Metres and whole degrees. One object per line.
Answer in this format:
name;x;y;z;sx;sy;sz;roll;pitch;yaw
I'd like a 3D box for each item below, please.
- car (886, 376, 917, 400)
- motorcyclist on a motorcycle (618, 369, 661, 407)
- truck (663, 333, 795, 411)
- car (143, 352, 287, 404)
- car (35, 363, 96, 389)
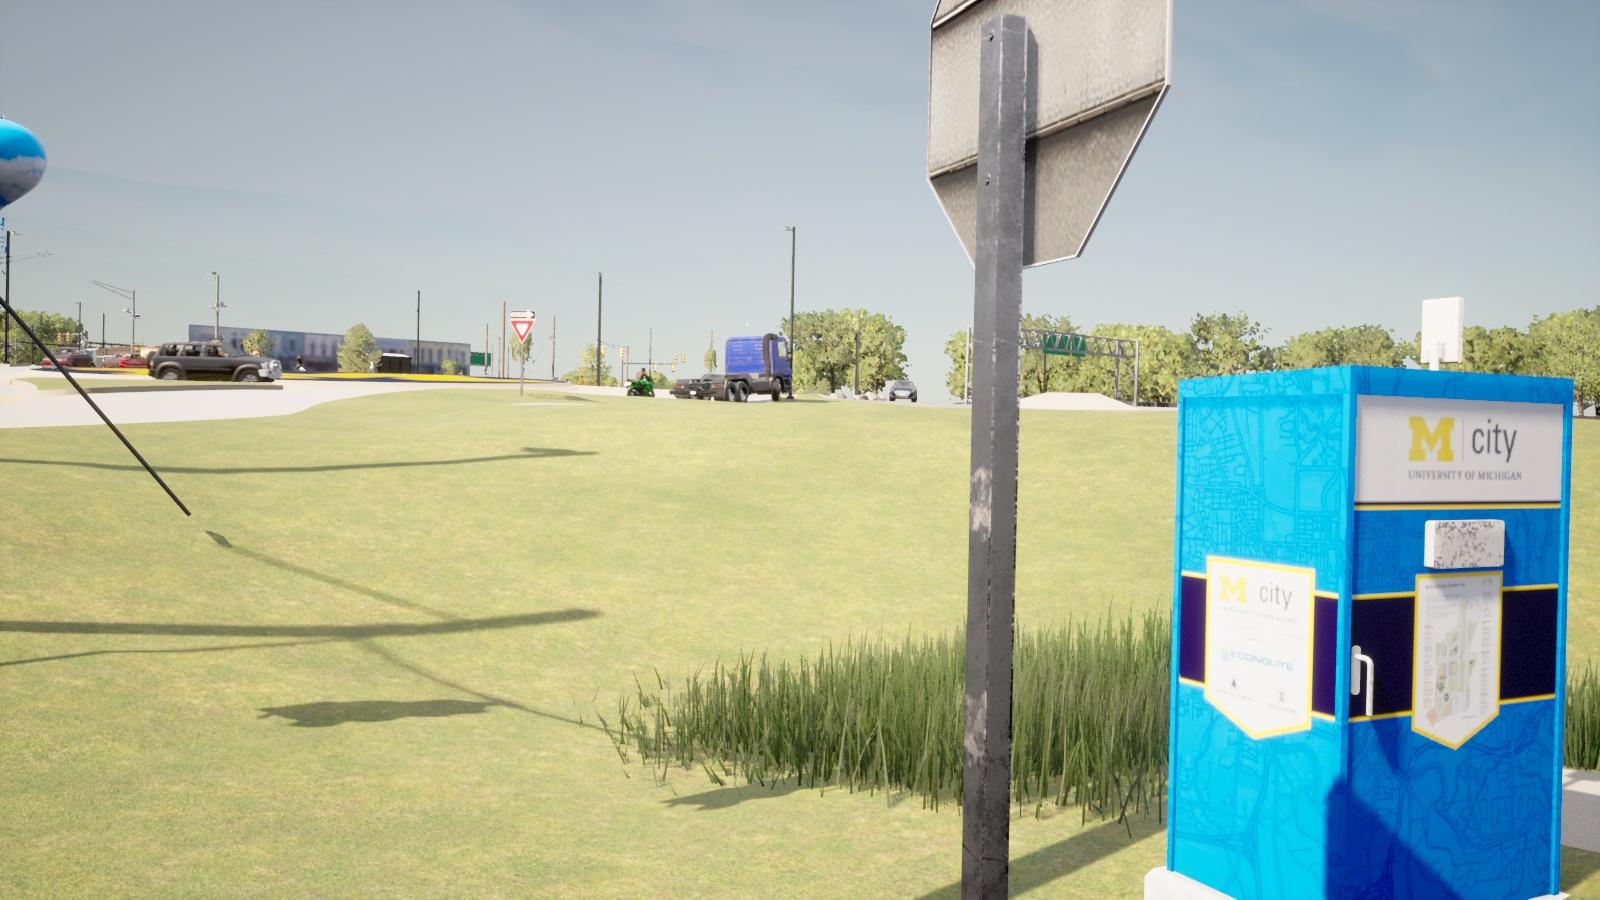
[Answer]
car;7.501;-4.523;92.360;2.033;1.649;4.856;2;3;6
motorcyclist on a motorcycle;-6.850;-2.639;53.777;0.797;1.523;2.044;0;1;28
truck;-3.332;-3.930;61.959;2.891;3.462;7.936;-1;5;25
car;-22.363;-2.776;48.193;4.605;1.855;1.932;0;5;-7
car;-43.897;-4.418;75.154;1.789;1.549;3.705;0;3;-7
